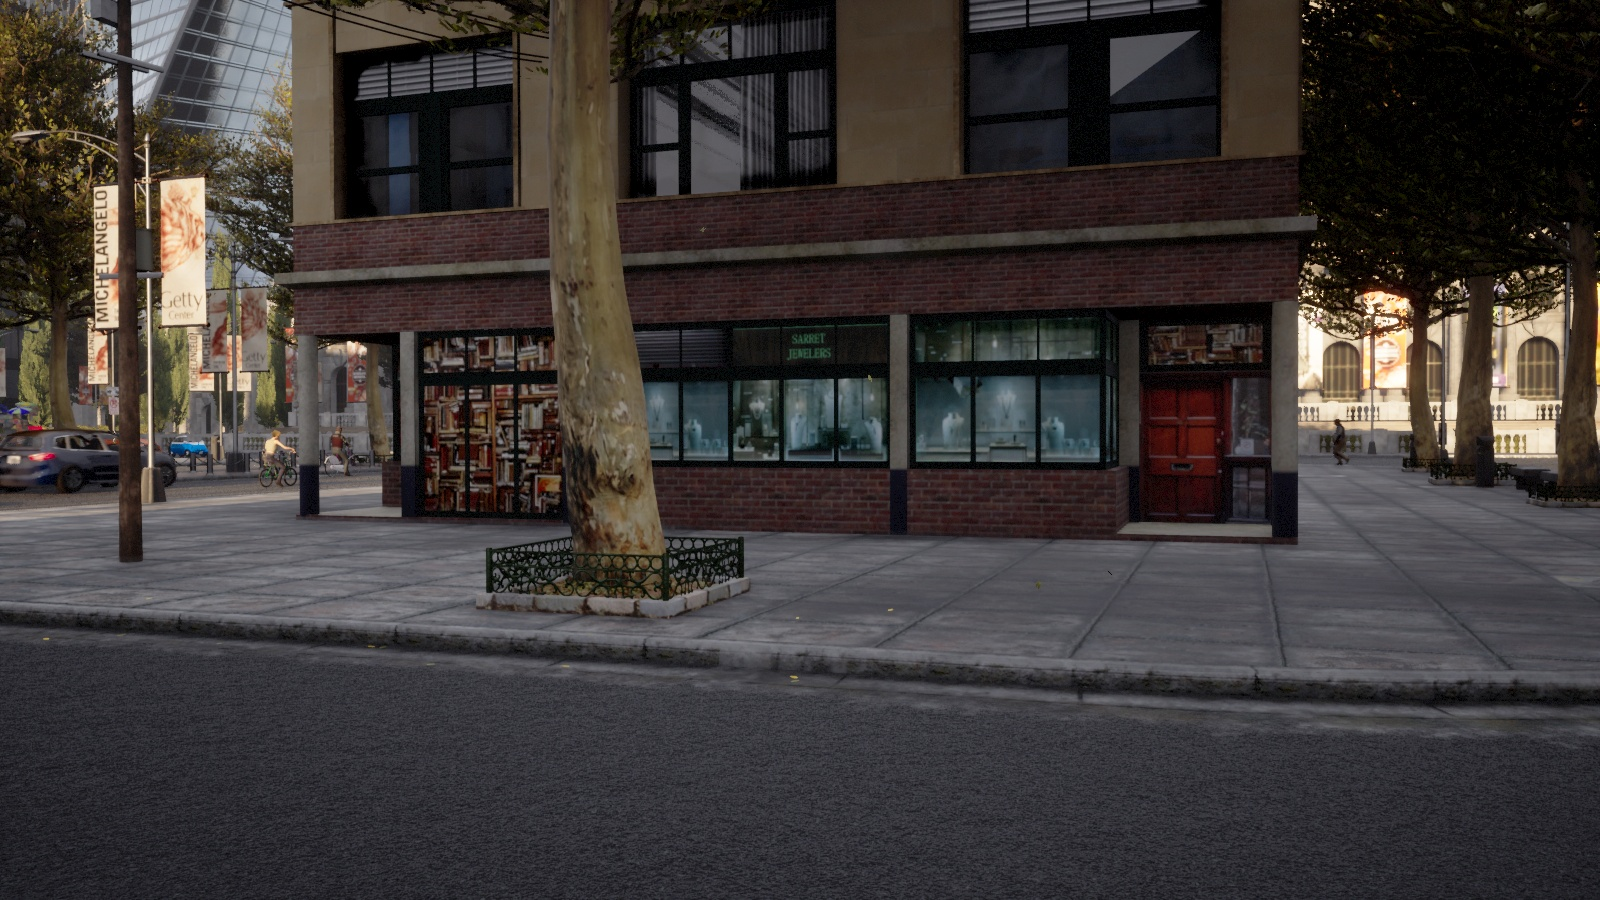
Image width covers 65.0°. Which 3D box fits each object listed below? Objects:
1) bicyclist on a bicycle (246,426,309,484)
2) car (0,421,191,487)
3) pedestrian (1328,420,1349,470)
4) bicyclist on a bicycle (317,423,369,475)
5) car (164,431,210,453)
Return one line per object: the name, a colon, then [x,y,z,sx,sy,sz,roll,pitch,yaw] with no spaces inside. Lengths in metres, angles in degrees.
bicyclist on a bicycle: [-14.920,0.132,35.906,0.866,1.612,1.509,1,1,20]
car: [-19.253,0.052,34.144,2.242,1.667,4.611,1,1,20]
pedestrian: [20.026,-0.189,46.686,0.694,1.848,0.540,1,1,25]
bicyclist on a bicycle: [-15.905,-0.063,43.725,0.659,1.776,1.843,1,1,20]
car: [-38.622,-0.531,79.176,2.207,1.376,1.481,0,1,20]
